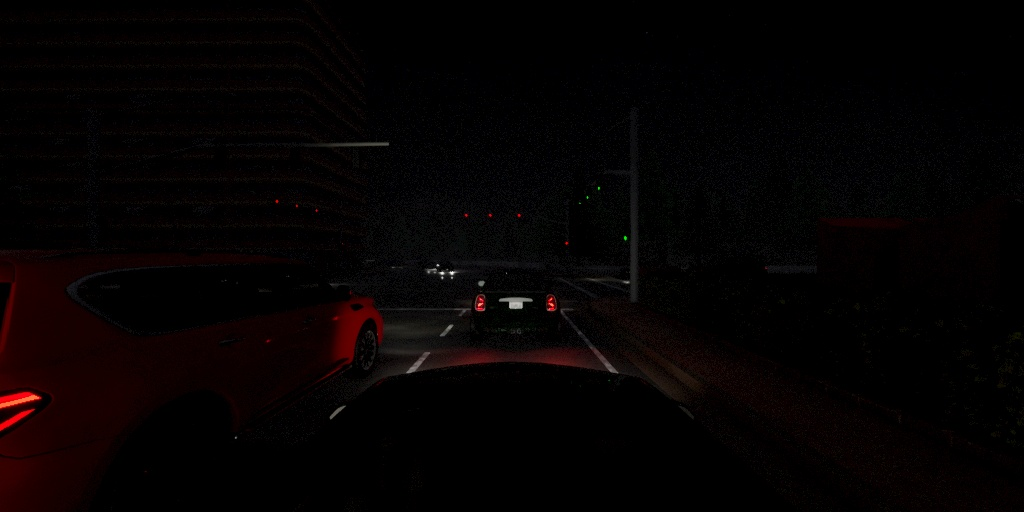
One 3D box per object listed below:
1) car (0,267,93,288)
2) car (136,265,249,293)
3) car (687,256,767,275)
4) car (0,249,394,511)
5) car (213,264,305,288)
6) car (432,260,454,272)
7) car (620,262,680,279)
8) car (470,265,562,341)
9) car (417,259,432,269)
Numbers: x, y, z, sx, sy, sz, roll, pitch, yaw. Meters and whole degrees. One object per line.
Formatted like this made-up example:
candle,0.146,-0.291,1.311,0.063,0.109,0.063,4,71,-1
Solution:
car,-31.768,1.406,24.236,4.718,1.301,1.895,0,0,0
car,-18.224,1.310,20.621,4.892,1.490,1.837,0,0,0
car,16.389,1.027,27.529,5.566,2.045,2.150,0,0,0
car,-3.434,0.971,4.156,2.150,2.045,5.566,0,0,1
car,-17.143,1.308,24.500,4.892,1.490,1.837,-1,0,-5
car,-8.954,1.296,47.603,2.033,1.411,5.357,0,0,-18
car,11.961,1.283,31.066,5.008,1.535,1.882,0,0,0
car,0.096,1.102,9.993,2.097,1.767,4.553,0,0,0
car,-13.594,1.241,57.229,2.128,1.511,4.902,0,0,-34
